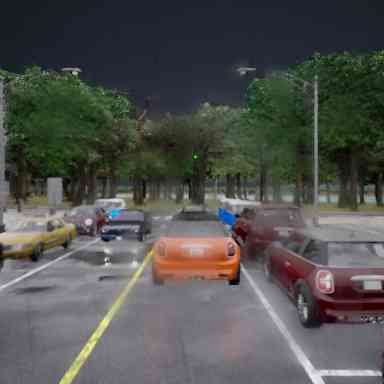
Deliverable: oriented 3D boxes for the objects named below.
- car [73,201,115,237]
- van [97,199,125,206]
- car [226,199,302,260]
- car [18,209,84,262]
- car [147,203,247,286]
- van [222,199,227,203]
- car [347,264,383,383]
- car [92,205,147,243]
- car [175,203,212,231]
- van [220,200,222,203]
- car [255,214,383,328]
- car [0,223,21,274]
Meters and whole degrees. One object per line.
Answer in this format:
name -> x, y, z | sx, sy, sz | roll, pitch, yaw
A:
car -> -5.762, 1.477, 17.900 | 1.967, 1.590, 4.097 | 0, 0, 0
van -> -5.762, 1.389, 23.338 | 1.690, 1.788, 3.998 | 0, 0, 0
car -> 2.762, 1.340, 12.462 | 2.192, 1.841, 5.009 | 0, 0, 0
car -> -5.763, 1.550, 12.293 | 1.752, 1.417, 4.829 | 0, 0, 0
car -> 0.101, 1.372, 9.622 | 2.097, 1.767, 4.553 | 0, 0, 0
van -> 2.763, 1.378, 17.900 | 1.690, 1.788, 3.998 | 0, 0, 0
car -> 2.762, 1.548, 1.587 | 1.887, 1.381, 4.507 | 0, 0, 0
car -> -3.039, 1.582, 16.648 | 2.033, 1.411, 5.357 | 0, 0, 1
car -> 0.101, 1.537, 21.765 | 2.128, 1.511, 4.902 | 0, 0, 0
van -> 2.763, 1.390, 23.337 | 1.690, 1.788, 3.998 | 0, 0, 0
car -> 2.762, 1.454, 7.024 | 1.967, 1.590, 4.097 | 0, 0, 0
car -> -5.763, 1.580, 7.025 | 1.947, 1.339, 4.313 | 0, 0, 0
